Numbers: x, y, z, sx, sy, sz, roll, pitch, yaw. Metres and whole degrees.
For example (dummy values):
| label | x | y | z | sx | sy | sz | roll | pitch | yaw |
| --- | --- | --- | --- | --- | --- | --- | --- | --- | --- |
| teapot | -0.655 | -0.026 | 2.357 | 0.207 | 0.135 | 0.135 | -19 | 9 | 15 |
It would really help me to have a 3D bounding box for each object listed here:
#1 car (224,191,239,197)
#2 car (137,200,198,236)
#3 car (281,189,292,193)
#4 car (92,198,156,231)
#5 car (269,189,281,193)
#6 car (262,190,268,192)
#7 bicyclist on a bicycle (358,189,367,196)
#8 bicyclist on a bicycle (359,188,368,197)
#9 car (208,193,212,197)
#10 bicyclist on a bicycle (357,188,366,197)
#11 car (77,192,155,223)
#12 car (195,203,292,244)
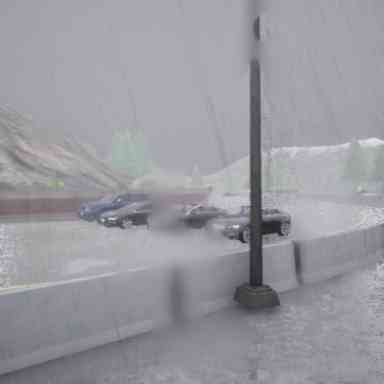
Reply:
| label | x | y | z | sx | sy | sz | roll | pitch | yaw |
| --- | --- | --- | --- | --- | --- | --- | --- | --- | --- |
| car | 9.626 | 0.485 | 81.546 | 1.837 | 1.490 | 4.892 | -1 | 1 | -21 |
| car | -0.060 | 1.331 | 17.356 | 4.902 | 1.511 | 2.128 | 0 | 1 | -43 |
| car | 24.498 | -0.106 | 91.636 | 2.097 | 1.767 | 4.553 | -1 | 1 | -21 |
| car | -2.971 | 1.312 | 19.421 | 4.892 | 1.490 | 1.837 | 0 | 1 | -43 |
| car | 21.219 | 0.107 | 90.418 | 2.128 | 1.511 | 4.902 | -1 | 1 | -21 |
| car | 17.940 | 0.220 | 89.198 | 1.895 | 1.301 | 4.718 | -1 | 1 | -21 |
| bicyclist on a bicycle | 39.637 | 0.172 | 76.141 | 1.656 | 1.620 | 0.582 | 22 | -6 | -19 |
| bicyclist on a bicycle | 39.450 | 0.163 | 76.684 | 1.656 | 1.620 | 0.582 | 24 | -9 | -20 |
| car | 3.087 | 0.572 | 79.048 | 1.837 | 1.490 | 4.892 | -1 | 1 | -21 |
| bicyclist on a bicycle | 39.274 | 0.159 | 77.167 | 1.656 | 1.620 | 0.582 | 24 | -7 | -19 |
| car | -4.790 | 1.017 | 22.455 | 5.566 | 2.045 | 2.150 | 1 | -1 | -44 |
| car | 2.753 | 1.364 | 15.215 | 4.902 | 1.511 | 2.128 | 0 | 1 | -44 |
